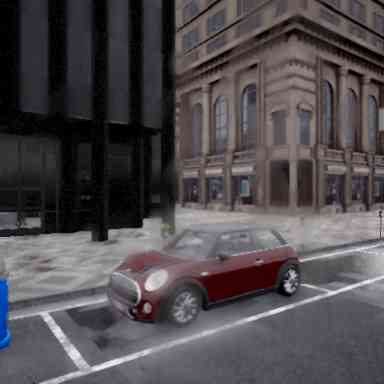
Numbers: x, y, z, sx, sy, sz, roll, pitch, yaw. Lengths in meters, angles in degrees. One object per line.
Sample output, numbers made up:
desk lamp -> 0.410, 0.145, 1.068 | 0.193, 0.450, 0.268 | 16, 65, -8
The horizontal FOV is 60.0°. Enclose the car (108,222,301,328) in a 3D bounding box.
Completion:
car -> 0.365, 1.423, 6.905 | 4.097, 1.590, 1.967 | 0, 0, -36

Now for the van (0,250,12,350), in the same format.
van -> -4.195, 1.348, 3.651 | 3.998, 1.788, 1.690 | 0, 0, -36
